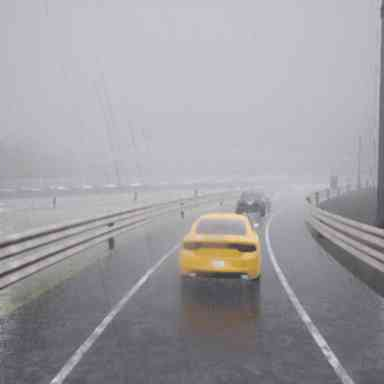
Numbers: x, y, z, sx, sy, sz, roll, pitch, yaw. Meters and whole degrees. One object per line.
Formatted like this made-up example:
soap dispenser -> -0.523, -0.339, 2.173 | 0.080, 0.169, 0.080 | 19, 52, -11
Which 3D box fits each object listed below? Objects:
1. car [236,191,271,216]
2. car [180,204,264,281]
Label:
car -> 4.771, 0.772, 25.428 | 2.097, 1.767, 4.553 | 1, 2, 19
car -> 0.905, 1.328, 9.528 | 1.882, 1.535, 5.008 | 1, 1, 8
